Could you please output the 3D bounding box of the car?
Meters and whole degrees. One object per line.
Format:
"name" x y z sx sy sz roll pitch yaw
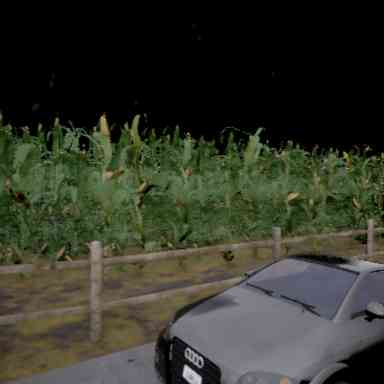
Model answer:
"car" 1.656 1.538 4.196 4.181 1.385 1.994 0 1 -34
